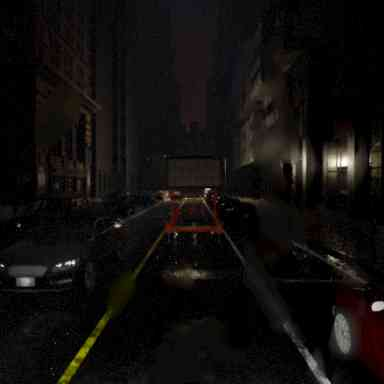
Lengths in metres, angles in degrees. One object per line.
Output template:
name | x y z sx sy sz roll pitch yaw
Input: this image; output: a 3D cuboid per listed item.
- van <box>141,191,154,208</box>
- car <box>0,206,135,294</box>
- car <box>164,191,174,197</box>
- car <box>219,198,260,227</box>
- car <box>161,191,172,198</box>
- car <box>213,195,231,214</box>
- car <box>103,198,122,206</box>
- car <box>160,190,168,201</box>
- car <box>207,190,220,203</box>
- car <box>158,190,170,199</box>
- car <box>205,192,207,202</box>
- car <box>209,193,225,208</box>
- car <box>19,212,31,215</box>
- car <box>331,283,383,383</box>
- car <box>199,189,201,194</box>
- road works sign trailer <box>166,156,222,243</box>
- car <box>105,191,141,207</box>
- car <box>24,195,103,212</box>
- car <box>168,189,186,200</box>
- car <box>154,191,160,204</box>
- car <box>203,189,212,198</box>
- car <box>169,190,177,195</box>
van | -5.544 0.751 36.531 1.690 1.788 3.998 0 1 0
car | -3.050 1.349 8.563 2.128 1.511 4.902 0 1 0
car | -5.313 0.368 75.741 1.947 1.339 4.313 0 1 0
car | 2.881 1.245 19.695 1.947 1.339 4.313 0 1 0
car | -5.346 0.470 70.140 1.802 1.307 4.206 0 1 0
car | 2.914 1.156 25.296 1.947 1.339 4.313 0 1 0
car | -5.644 1.259 19.732 1.802 1.307 4.206 0 1 0
car | -5.445 0.588 53.336 1.967 1.590 4.097 0 1 0
car | 2.981 0.853 36.496 1.967 1.590 4.097 0 1 0
car | -5.379 0.415 64.538 1.967 1.590 4.097 0 1 0
car | 3.014 0.907 42.099 1.802 1.307 4.206 0 1 0
car | 2.947 1.052 30.896 2.008 1.369 4.403 0 1 0
car | -5.710 1.424 8.530 1.947 1.339 4.313 0 1 0
car | 2.783 1.496 2.890 1.887 1.381 4.507 0 1 0
car | 3.212 0.386 75.708 1.802 1.307 4.206 0 1 0
road works sign trailer | 0.086 0.226 14.544 2.380 3.560 2.880 0 1 0
car | -5.610 0.903 25.329 2.192 1.841 5.009 0 1 0
car | -5.676 1.082 14.127 2.192 1.841 5.009 0 1 0
car | -2.659 0.622 58.146 2.033 1.411 5.357 0 1 1
car | -5.512 0.851 41.964 1.752 1.417 4.829 0 1 0
car | 3.047 0.553 47.697 2.192 1.841 5.009 0 1 0
car | -5.215 0.073 92.373 1.752 1.417 4.829 0 1 0
